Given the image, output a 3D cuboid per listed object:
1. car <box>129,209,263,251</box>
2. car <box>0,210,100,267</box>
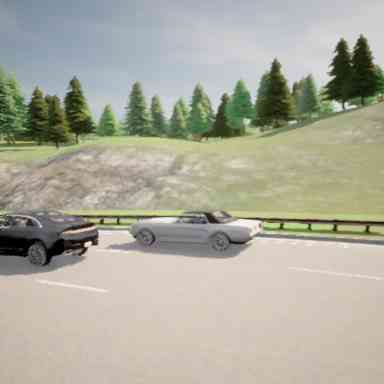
[{"bbox_3d":[0.061,1.291,12.229,4.718,1.301,1.895,-1,1,25],"label":"car"},{"bbox_3d":[-5.316,1.350,10.605,4.902,1.511,2.128,-1,1,21],"label":"car"}]
